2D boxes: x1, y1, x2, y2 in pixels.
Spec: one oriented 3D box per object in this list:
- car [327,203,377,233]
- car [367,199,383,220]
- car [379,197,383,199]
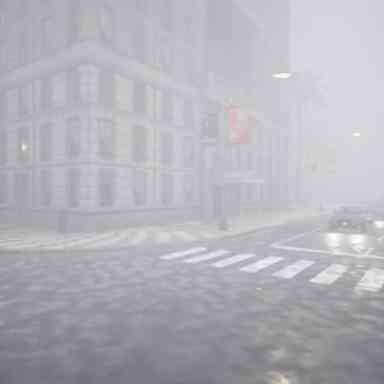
[{"bbox_3d":[9.449,1.552,19.741,1.994,1.385,4.181,0,0,35],"label":"car"},{"bbox_3d":[15.232,1.551,27.885,1.994,1.385,4.181,0,0,36],"label":"car"},{"bbox_3d":[20.968,1.340,35.832,2.097,1.767,4.553,0,0,36],"label":"car"}]
